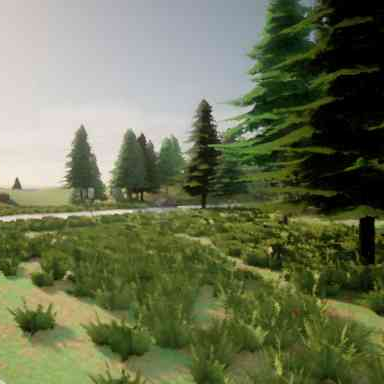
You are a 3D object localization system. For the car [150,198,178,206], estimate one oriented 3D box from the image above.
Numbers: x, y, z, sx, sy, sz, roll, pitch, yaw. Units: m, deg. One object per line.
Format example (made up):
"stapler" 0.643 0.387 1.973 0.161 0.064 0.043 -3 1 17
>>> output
"car" -3.701 1.518 44.364 1.994 1.385 4.181 0 0 35
